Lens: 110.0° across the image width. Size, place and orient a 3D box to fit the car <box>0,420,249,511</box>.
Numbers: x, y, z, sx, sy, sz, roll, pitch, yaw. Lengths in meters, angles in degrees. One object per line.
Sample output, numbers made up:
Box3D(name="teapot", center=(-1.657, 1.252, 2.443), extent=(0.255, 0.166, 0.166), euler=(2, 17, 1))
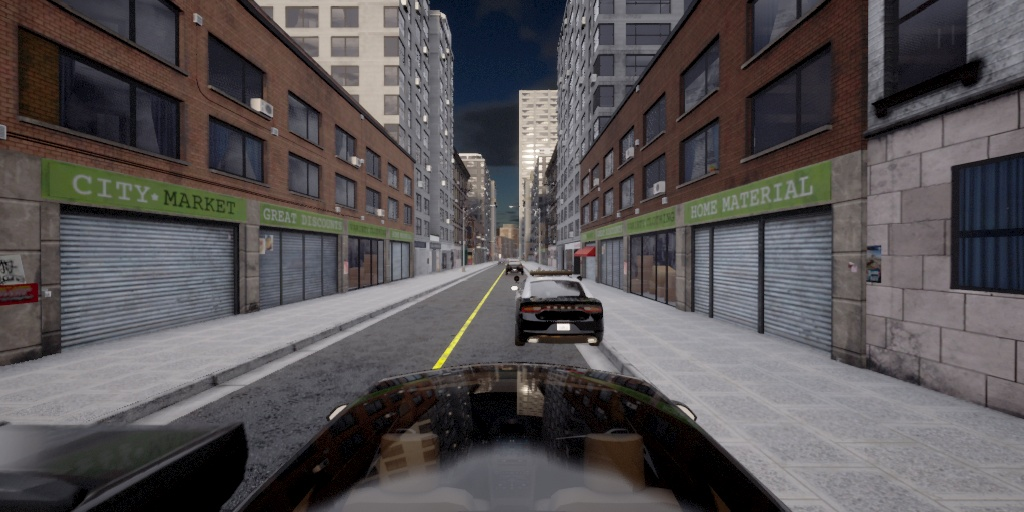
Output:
Box3D(name="car", center=(-2.751, 1.351, 0.207), extent=(1.895, 1.301, 4.718), euler=(0, 0, 0))

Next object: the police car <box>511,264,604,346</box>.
Box3D(name="police car", center=(1.012, 1.178, 9.541), extent=(1.930, 1.638, 5.238), euler=(0, 0, 0))

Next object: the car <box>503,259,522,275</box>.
Box3D(name="car", center=(0.290, 1.257, 38.868), extent=(1.882, 1.535, 5.008), euler=(0, 0, 0))
